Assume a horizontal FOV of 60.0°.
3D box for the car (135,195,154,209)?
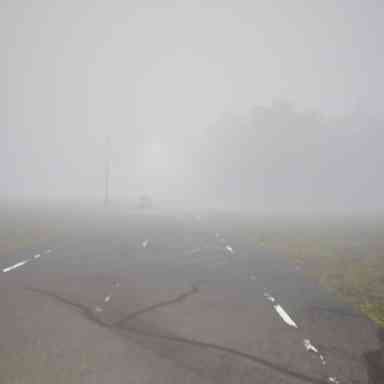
[{"bbox_3d":[-5.829,1.180,41.036,2.097,1.767,4.553,0,1,-6],"label":"car"}]
